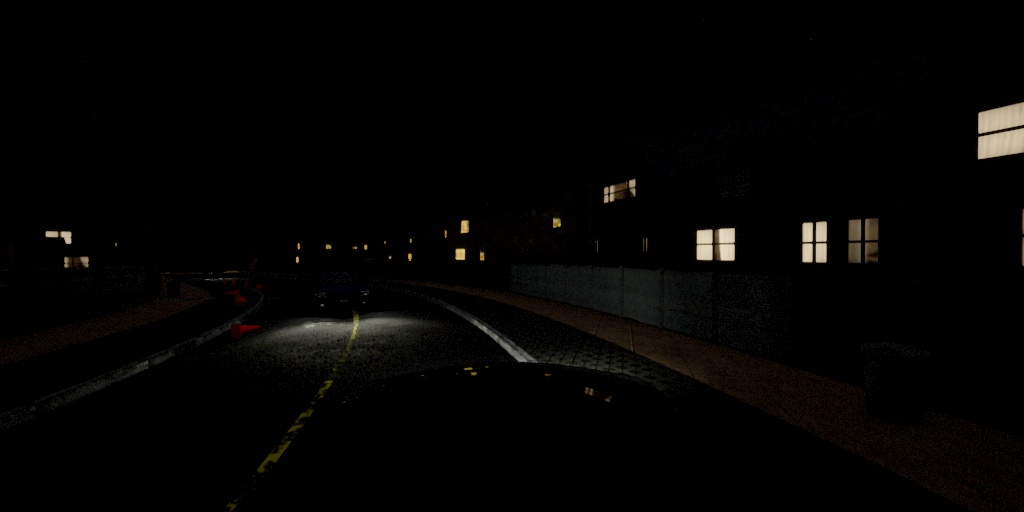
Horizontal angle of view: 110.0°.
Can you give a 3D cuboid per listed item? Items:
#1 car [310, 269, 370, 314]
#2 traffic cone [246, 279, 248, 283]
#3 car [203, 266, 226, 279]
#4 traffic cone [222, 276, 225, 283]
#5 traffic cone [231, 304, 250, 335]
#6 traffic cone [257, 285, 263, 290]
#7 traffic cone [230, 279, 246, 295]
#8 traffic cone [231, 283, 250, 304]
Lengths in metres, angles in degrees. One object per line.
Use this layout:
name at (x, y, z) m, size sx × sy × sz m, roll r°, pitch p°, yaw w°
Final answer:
car at (-6.997, 1.290, 14.511) m, size 1.882 × 1.535 × 5.008 m, roll 0°, pitch -1°, yaw -29°
traffic cone at (-20.315, 2.049, 27.424) m, size 0.340 × 0.580 × 0.340 m, roll 0°, pitch 0°, yaw 43°
car at (-37.736, 2.069, 45.406) m, size 4.892 × 1.490 × 1.837 m, roll -1°, pitch -1°, yaw 43°
traffic cone at (-27.582, 2.233, 34.295) m, size 0.340 × 0.580 × 0.340 m, roll 0°, pitch 0°, yaw 43°
traffic cone at (-6.826, 1.561, 8.859) m, size 0.340 × 0.580 × 0.340 m, roll 0°, pitch 0°, yaw 22°
traffic cone at (-16.622, 1.780, 23.615) m, size 0.340 × 0.580 × 0.340 m, roll 0°, pitch 0°, yaw 44°
traffic cone at (-13.259, 1.519, 17.363) m, size 0.340 × 0.580 × 0.340 m, roll 0°, pitch 0°, yaw -21°
traffic cone at (-10.535, 1.463, 13.903) m, size 0.340 × 0.580 × 0.340 m, roll 0°, pitch 0°, yaw 29°
